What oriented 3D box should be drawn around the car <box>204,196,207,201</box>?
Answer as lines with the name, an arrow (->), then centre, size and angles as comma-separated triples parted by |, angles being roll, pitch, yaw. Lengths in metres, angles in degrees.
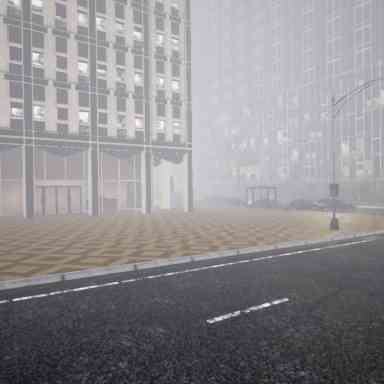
car -> 3.805, 1.043, 64.833 | 1.802, 1.307, 4.206 | 0, 1, -34

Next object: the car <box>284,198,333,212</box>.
car -> 12.780, 1.423, 36.561 | 1.947, 1.339, 4.313 | 0, 1, -34

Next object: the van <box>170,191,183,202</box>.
van -> -3.120, 0.937, 60.112 | 1.690, 1.788, 3.998 | 0, 1, -34

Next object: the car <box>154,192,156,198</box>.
car -> -9.002, 0.686, 83.616 | 1.967, 1.590, 4.097 | 0, 1, -34

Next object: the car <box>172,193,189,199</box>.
car -> -2.598, 0.936, 74.226 | 1.802, 1.307, 4.206 | 0, 1, -34

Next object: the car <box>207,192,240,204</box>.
car -> 5.254, 1.203, 52.431 | 2.033, 1.411, 5.357 | -1, 1, -34

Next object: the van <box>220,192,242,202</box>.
van -> 7.006, 0.855, 60.134 | 1.690, 1.788, 3.998 | 0, 1, -34

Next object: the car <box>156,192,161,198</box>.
car -> -5.800, 0.615, 78.919 | 2.192, 1.841, 5.009 | 0, 1, -34

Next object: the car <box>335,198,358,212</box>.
car -> 15.889, 1.353, 36.818 | 1.812, 1.442, 4.674 | -1, 1, -34

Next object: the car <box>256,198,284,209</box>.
car -> 9.592, 1.388, 41.269 | 1.802, 1.307, 4.206 | 0, 1, -34

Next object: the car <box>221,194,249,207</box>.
car -> 6.439, 1.319, 45.997 | 1.947, 1.339, 4.313 | 0, 1, -34
